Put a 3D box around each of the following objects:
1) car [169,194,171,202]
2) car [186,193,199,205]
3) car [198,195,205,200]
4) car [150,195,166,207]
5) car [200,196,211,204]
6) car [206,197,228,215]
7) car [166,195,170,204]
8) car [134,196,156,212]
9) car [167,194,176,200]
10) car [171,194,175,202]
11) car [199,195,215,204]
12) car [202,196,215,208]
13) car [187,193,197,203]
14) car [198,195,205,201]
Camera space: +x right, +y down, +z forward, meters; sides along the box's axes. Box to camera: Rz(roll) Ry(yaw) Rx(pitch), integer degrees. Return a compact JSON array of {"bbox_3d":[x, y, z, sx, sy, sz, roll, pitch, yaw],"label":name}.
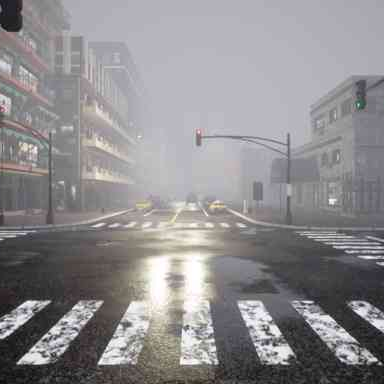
[{"bbox_3d":[-5.719,1.587,66.969,1.752,1.417,4.829,0,0,0],"label":"car"},{"bbox_3d":[-0.028,1.403,60.684,2.097,1.767,4.553,0,0,0],"label":"car"},{"bbox_3d":[2.648,1.670,94.840,2.008,1.369,4.403,0,0,0],"label":"car"},{"bbox_3d":[-5.711,1.351,50.522,2.192,1.841,5.009,0,0,0],"label":"car"},{"bbox_3d":[2.661,1.612,67.144,2.008,1.369,4.403,0,0,0],"label":"car"},{"bbox_3d":[2.677,1.544,34.079,1.752,1.417,4.829,0,0,0],"label":"car"},{"bbox_3d":[-5.717,1.603,61.600,2.008,1.369,4.403,0,0,0],"label":"car"},{"bbox_3d":[-5.706,1.549,39.273,1.752,1.417,4.829,0,0,0],"label":"car"},{"bbox_3d":[-5.732,1.434,94.836,2.192,1.841,5.009,0,0,0],"label":"car"},{"bbox_3d":[-5.725,1.628,78.218,1.887,1.381,4.507,0,0,0],"label":"car"},{"bbox_3d":[2.670,1.351,50.526,2.192,1.841,5.009,0,0,0],"label":"car"},{"bbox_3d":[2.671,1.611,44.987,1.802,1.307,4.206,0,0,0],"label":"car"},{"bbox_3d":[-0.032,1.182,70.747,2.150,2.045,5.566,0,0,0],"label":"car"},{"bbox_3d":[2.650,1.632,89.471,1.752,1.417,4.829,0,0,0],"label":"car"}]
